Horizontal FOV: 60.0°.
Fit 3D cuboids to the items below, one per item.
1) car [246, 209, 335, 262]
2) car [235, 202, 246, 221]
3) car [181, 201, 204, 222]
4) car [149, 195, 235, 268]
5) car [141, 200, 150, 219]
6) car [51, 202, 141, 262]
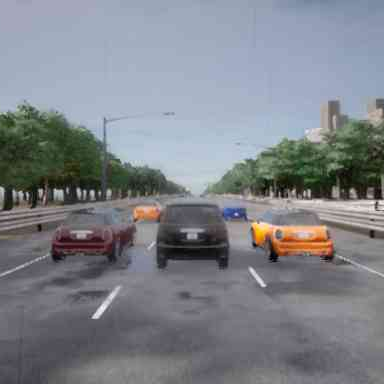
[{"bbox_3d":[3.543,1.412,12.587,2.097,1.767,4.553,0,0,1],"label":"car"},{"bbox_3d":[3.552,1.599,28.814,1.882,1.535,5.008,0,0,0],"label":"car"},{"bbox_3d":[0.052,1.599,28.824,1.882,1.535,5.008,0,0,0],"label":"car"},{"bbox_3d":[0.033,1.279,11.606,2.150,2.045,5.566,0,0,0],"label":"car"},{"bbox_3d":[-3.458,1.471,27.578,2.097,1.767,4.553,0,0,0],"label":"car"},{"bbox_3d":[-3.456,1.412,12.583,2.097,1.767,4.553,0,0,0],"label":"car"}]
